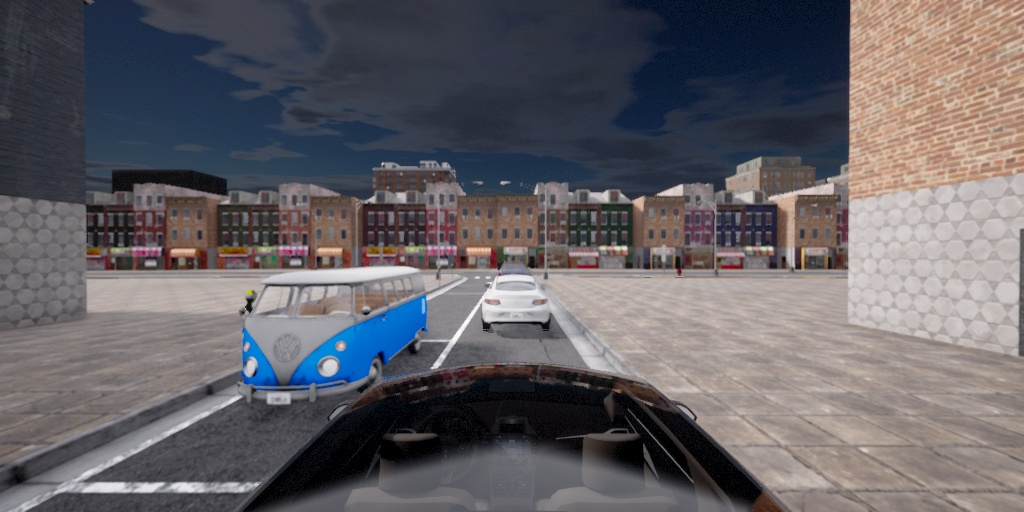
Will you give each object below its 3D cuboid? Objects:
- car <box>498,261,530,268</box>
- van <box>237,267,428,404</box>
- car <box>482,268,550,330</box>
[{"bbox_3d":[0.102,1.116,22.513,2.097,1.767,4.553,0,0,0],"label":"car"},{"bbox_3d":[-2.637,1.093,6.159,1.690,1.789,3.998,0,0,0],"label":"van"},{"bbox_3d":[0.101,1.280,11.017,1.812,1.442,4.674,0,0,0],"label":"car"}]
